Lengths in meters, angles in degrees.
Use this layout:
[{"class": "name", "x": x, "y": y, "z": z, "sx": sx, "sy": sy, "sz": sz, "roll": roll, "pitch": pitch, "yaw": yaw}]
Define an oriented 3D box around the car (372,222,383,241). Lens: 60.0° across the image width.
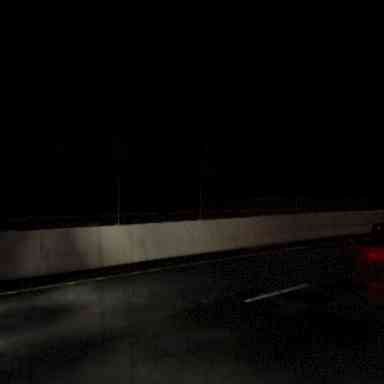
[{"class": "car", "x": 10.166, "y": 1.569, "z": 14.627, "sx": 4.718, "sy": 1.301, "sz": 1.895, "roll": 0, "pitch": 0, "yaw": -30}]
